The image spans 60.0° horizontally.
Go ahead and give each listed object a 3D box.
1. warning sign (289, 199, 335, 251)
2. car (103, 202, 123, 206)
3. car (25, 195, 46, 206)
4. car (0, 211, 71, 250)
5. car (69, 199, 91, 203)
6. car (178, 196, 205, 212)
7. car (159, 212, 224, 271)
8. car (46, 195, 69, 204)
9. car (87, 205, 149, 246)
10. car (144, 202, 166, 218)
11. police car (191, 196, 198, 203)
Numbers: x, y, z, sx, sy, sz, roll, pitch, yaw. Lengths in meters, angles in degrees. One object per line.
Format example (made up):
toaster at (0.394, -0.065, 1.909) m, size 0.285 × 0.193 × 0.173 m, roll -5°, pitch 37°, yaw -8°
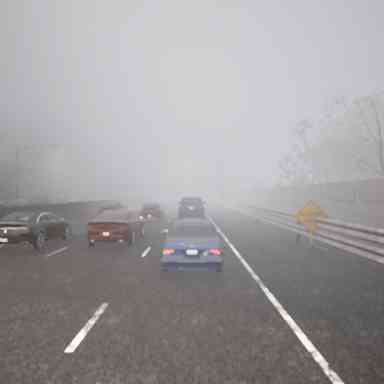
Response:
warning sign at (4.504, 1.202, 12.584) m, size 1.300 × 1.860 × 1.060 m, roll -1°, pitch -1°, yaw 0°
car at (-7.022, 1.710, 29.967) m, size 1.837 × 1.490 × 4.892 m, roll 0°, pitch 0°, yaw 0°
car at (-24.721, 1.583, 53.637) m, size 2.150 × 2.045 × 5.566 m, roll 0°, pitch 0°, yaw 0°
car at (-6.975, 1.593, 14.817) m, size 2.128 × 1.511 × 4.902 m, roll 0°, pitch 0°, yaw 0°
car at (-17.731, 1.861, 54.455) m, size 2.128 × 1.511 × 4.902 m, roll 0°, pitch 0°, yaw 0°
car at (-0.025, 1.421, 28.948) m, size 2.150 × 2.045 × 5.566 m, roll 0°, pitch 0°, yaw 0°
car at (0.011, 1.624, 11.147) m, size 2.033 × 1.411 × 5.357 m, roll 0°, pitch 0°, yaw 0°
car at (-21.229, 1.717, 53.828) m, size 2.097 × 1.767 × 4.553 m, roll 0°, pitch 0°, yaw 0°
car at (-3.472, 1.586, 15.878) m, size 1.882 × 1.535 × 5.008 m, roll 0°, pitch -1°, yaw 0°
car at (-3.523, 1.710, 29.941) m, size 1.837 × 1.490 × 4.892 m, roll 0°, pitch 0°, yaw 0°
police car at (0.754, 2.059, 92.672) m, size 1.930 × 1.638 × 5.238 m, roll 0°, pitch 0°, yaw 0°
